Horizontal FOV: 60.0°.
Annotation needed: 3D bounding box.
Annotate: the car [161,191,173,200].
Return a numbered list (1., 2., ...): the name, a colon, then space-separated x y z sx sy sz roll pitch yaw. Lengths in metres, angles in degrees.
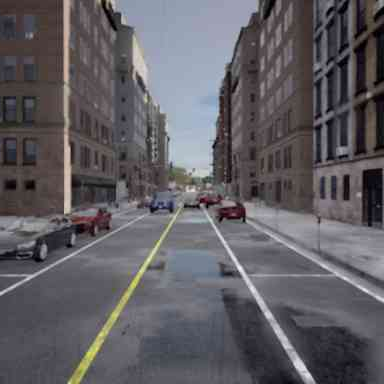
1. car: -5.460 0.795 72.589 2.192 1.841 5.009 0 0 0

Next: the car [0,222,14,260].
1. car: -5.391 1.502 5.939 1.887 1.381 4.507 0 0 0

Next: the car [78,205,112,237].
1. car: -5.398 1.422 17.304 1.887 1.381 4.507 0 0 0

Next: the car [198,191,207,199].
1. car: 2.640 0.715 83.602 2.192 1.841 5.009 0 0 0

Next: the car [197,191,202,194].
1. car: 2.894 1.105 50.816 5.008 1.535 1.882 0 1 -29

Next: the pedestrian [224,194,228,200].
1. pedestrian: 2.734 1.099 27.350 0.375 1.860 0.375 0 0 0

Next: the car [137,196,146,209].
1. car: -5.411 1.155 40.031 1.967 1.590 4.097 0 0 0

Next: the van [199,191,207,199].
1. van: 2.647 0.781 78.098 1.690 1.788 3.998 0 0 0

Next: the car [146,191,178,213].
1. car: -2.854 0.984 33.130 2.150 2.045 5.566 0 1 0

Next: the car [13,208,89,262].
1. car: -5.394 1.468 11.621 2.008 1.369 4.403 0 0 0

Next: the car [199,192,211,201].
1. car: 2.662 0.835 67.091 2.192 1.841 5.009 0 0 0

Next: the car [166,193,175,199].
1. car: -5.462 0.951 83.598 2.008 1.369 4.403 0 0 0

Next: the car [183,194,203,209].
1. car: 0.001 1.278 40.062 1.994 1.385 4.181 0 0 1

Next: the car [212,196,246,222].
1. car: 2.736 1.305 24.348 1.882 1.535 5.008 0 0 0

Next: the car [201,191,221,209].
1. car: 2.614 1.030 40.036 2.192 1.841 5.009 0 0 0
